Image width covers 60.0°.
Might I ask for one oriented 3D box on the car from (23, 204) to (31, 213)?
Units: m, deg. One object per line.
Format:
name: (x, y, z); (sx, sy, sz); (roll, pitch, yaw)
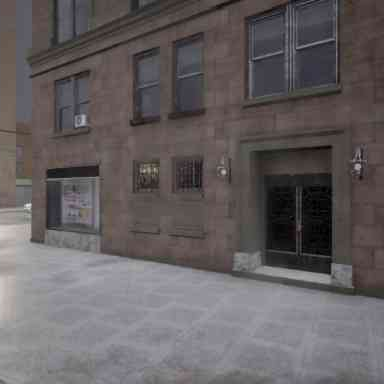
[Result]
car: (-15.648, 1.439, 35.818); (1.812, 1.442, 4.674); (0, 0, 35)
